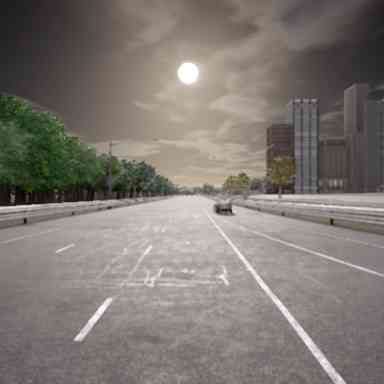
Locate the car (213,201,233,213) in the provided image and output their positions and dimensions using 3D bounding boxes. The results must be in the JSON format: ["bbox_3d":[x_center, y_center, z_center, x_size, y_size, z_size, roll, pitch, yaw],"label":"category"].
[{"bbox_3d":[3.733,1.799,40.904,2.163,1.488,4.792,0,-1,-2],"label":"car"}]
